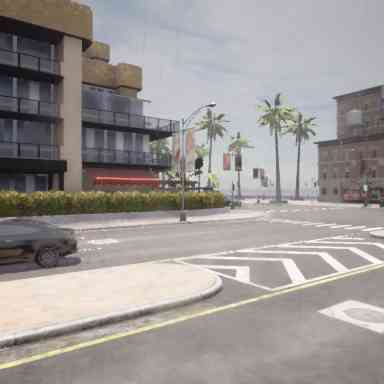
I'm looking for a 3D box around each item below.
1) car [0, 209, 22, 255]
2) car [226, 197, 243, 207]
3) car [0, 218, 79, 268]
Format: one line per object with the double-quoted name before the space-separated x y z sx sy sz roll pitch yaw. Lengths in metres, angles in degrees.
"car" -8.913 1.492 11.763 4.902 1.511 2.128 0 0 -35
"car" 5.755 1.505 51.583 1.837 1.490 4.892 0 0 -35
"car" -5.758 1.526 9.708 4.674 1.442 1.812 0 0 -35
